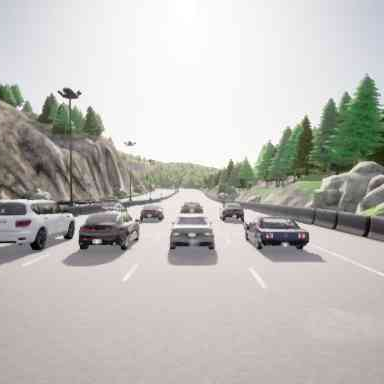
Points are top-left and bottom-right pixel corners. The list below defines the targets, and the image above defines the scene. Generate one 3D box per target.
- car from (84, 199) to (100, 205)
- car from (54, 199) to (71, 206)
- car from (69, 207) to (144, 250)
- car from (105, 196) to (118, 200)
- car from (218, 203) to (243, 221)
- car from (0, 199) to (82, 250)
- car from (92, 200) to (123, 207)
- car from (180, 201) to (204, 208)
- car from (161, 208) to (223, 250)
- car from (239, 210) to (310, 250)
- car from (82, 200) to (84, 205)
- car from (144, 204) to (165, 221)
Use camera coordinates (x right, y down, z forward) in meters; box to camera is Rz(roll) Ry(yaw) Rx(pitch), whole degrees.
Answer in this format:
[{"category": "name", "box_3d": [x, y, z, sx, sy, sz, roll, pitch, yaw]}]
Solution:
[{"category": "car", "box_3d": [-21.000, 2.234, 72.044, 2.033, 1.411, 5.357, 0, -1, 0]}, {"category": "car", "box_3d": [-28.000, 2.289, 72.014, 1.895, 1.301, 4.718, 0, -1, 0]}, {"category": "car", "box_3d": [-3.500, 1.597, 14.674, 1.837, 1.490, 4.892, 0, -1, 0]}, {"category": "car", "box_3d": [-17.500, 1.920, 72.018, 2.150, 2.045, 5.566, 0, -1, 0]}, {"category": "car", "box_3d": [3.500, 1.769, 29.693, 1.837, 1.490, 4.892, 0, -1, 0]}, {"category": "car", "box_3d": [-7.000, 1.338, 14.704, 2.150, 2.045, 5.566, 0, -1, 0]}, {"category": "car", "box_3d": [-7.000, 1.747, 29.693, 2.128, 1.511, 4.902, 0, -1, 0]}, {"category": "car", "box_3d": [0.000, 1.618, 29.665, 2.097, 1.767, 4.553, 0, -1, 0]}, {"category": "car", "box_3d": [0.000, 1.644, 14.674, 2.033, 1.411, 5.357, 0, -1, 0]}, {"category": "car", "box_3d": [3.500, 1.698, 14.704, 1.895, 1.301, 4.718, 0, -1, 0]}, {"category": "car", "box_3d": [-24.500, 2.289, 72.014, 1.895, 1.301, 4.718, 0, -1, 0]}, {"category": "car", "box_3d": [-3.500, 1.785, 29.694, 1.812, 1.442, 4.674, 0, -1, 0]}]
